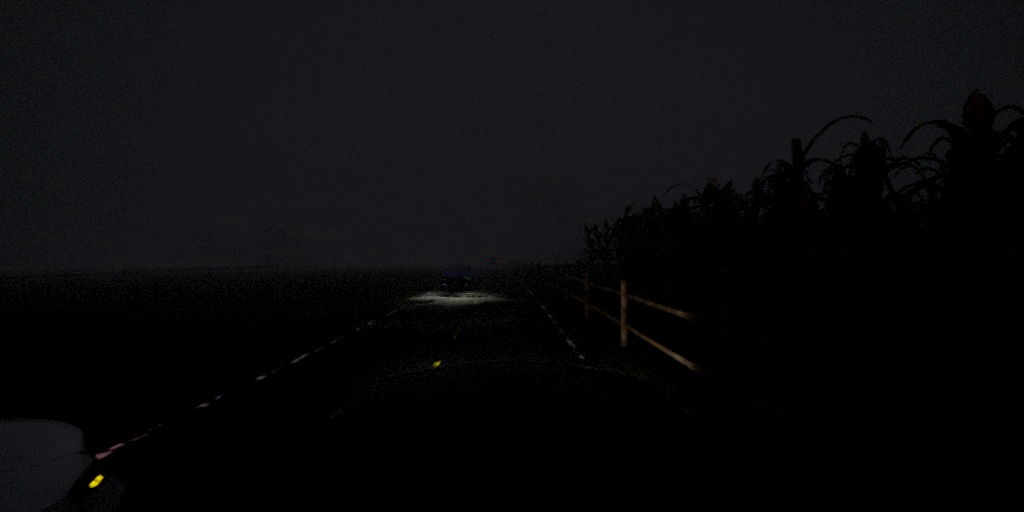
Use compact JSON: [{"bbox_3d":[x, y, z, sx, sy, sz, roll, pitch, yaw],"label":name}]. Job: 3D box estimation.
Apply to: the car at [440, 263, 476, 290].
[{"bbox_3d":[-3.298,1.222,22.677,1.882,1.535,5.008,1,0,-2],"label":"car"}]
